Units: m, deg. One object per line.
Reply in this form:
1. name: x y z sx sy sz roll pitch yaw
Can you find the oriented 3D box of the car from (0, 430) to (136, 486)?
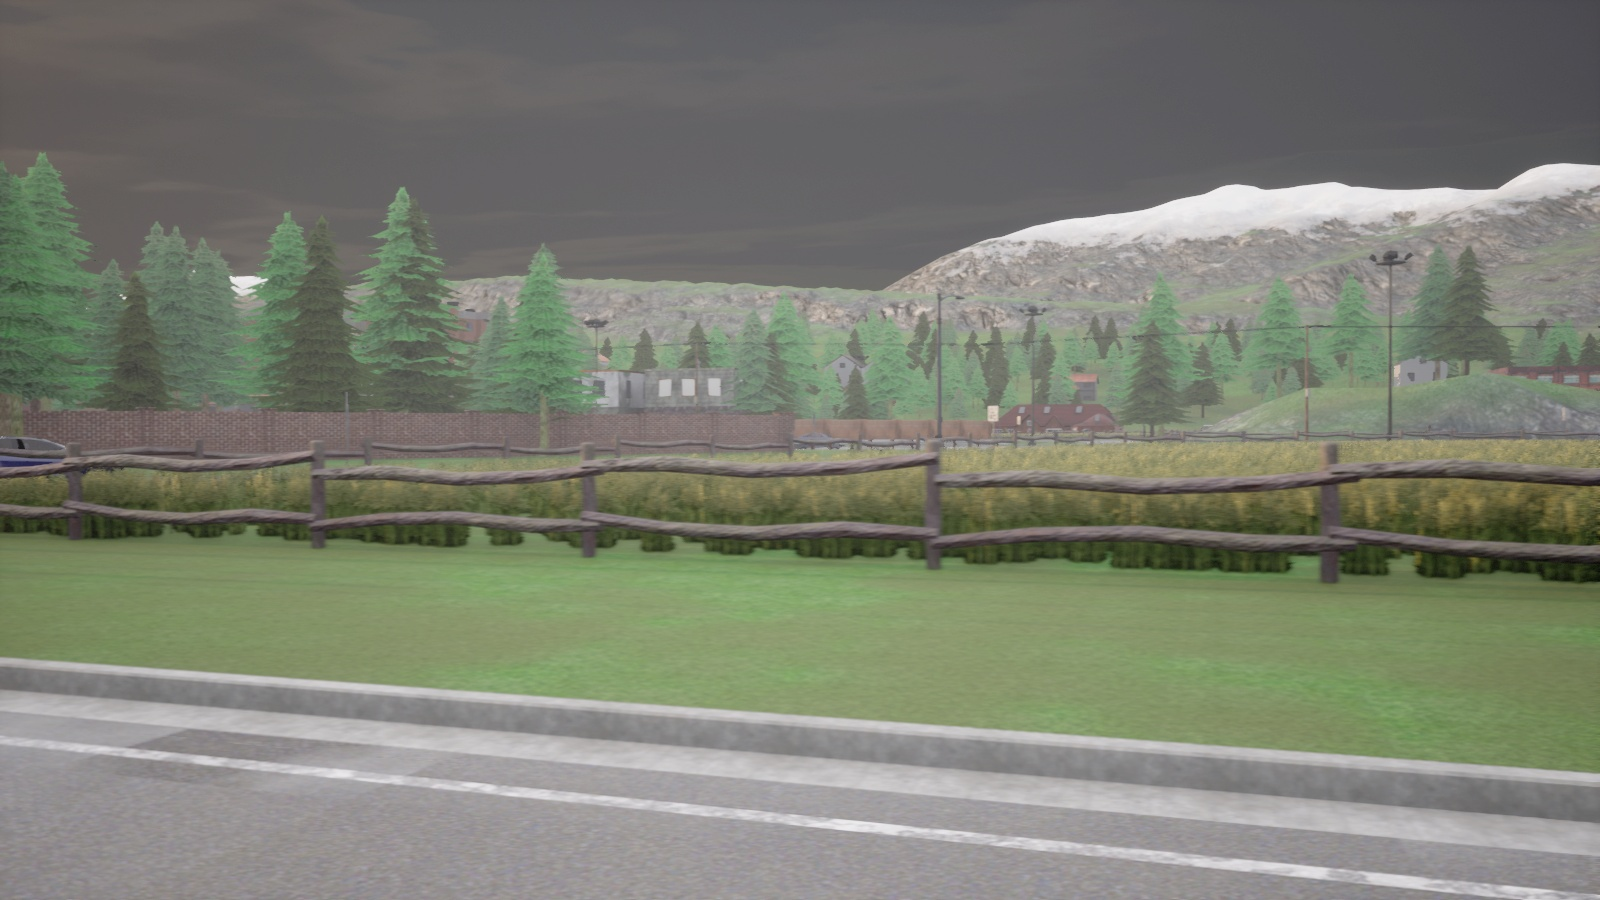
1. car: -21.222 0.191 34.662 4.792 1.488 2.163 0 1 -38
